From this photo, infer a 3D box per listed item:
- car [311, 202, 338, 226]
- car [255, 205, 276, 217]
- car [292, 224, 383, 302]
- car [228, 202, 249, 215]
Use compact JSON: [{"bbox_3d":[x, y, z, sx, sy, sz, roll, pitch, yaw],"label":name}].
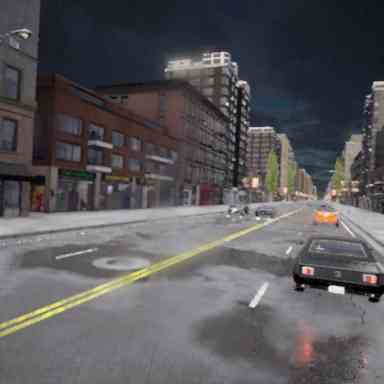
[{"bbox_3d":[12.641,2.148,31.423,2.097,1.767,4.553,3,0,21],"label":"car"},{"bbox_3d":[8.764,2.204,39.354,1.994,1.385,4.181,3,0,21],"label":"car"},{"bbox_3d":[3.912,1.845,9.156,1.895,1.301,4.718,3,0,21],"label":"car"},{"bbox_3d":[5.746,1.986,40.541,2.128,1.511,4.902,3,0,21],"label":"car"}]
